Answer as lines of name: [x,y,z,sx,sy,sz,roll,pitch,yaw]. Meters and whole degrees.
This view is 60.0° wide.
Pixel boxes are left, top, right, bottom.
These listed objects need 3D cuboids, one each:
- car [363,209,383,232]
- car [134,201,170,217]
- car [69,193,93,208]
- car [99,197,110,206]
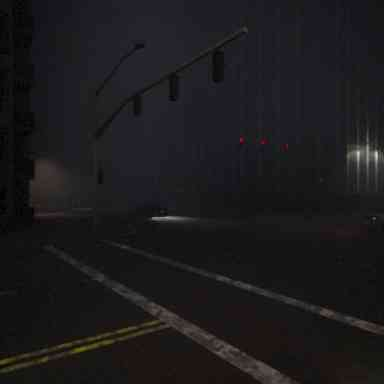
car: [11.808,1.506,17.899,4.674,1.442,1.812,0,1,15]
car: [-3.785,1.549,31.120,1.994,1.385,4.181,0,0,-35]
car: [-16.649,1.212,49.632,2.150,2.045,5.566,0,0,-35]
car: [-14.845,1.459,53.350,1.882,1.535,5.008,0,0,-35]
